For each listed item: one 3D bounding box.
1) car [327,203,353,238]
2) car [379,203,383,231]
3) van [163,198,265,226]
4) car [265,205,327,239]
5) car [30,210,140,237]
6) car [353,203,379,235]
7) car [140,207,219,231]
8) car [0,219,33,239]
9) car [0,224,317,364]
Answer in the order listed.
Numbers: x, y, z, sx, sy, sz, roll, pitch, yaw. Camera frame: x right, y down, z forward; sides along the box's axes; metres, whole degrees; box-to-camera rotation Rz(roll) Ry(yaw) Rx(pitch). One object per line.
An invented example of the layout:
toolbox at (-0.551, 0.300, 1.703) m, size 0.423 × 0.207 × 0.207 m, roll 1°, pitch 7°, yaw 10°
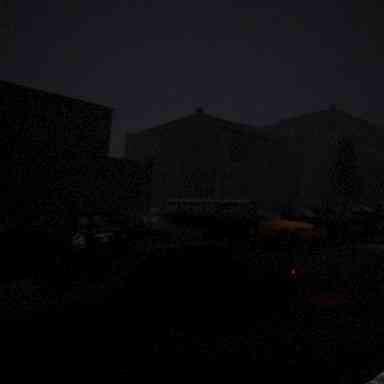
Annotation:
car at (5.301, 1.483, 17.299) m, size 5.008 × 1.535 × 2.097 m, roll -1°, pitch -1°, yaw 34°
car at (10.041, 1.488, 20.766) m, size 5.008 × 1.535 × 2.097 m, roll -1°, pitch -1°, yaw 34°
van at (0.472, 1.254, 13.884) m, size 4.442 × 1.987 × 1.878 m, roll -1°, pitch -1°, yaw 34°
car at (3.094, 1.475, 15.453) m, size 5.366 × 1.575 × 1.946 m, roll -1°, pitch -1°, yaw 34°
car at (-4.150, 1.347, 10.303) m, size 4.553 × 1.767 × 2.185 m, roll -1°, pitch -1°, yaw 34°
car at (7.699, 1.514, 19.010) m, size 4.792 × 1.488 × 2.163 m, roll -1°, pitch -1°, yaw 34°
car at (-1.802, 1.475, 12.079) m, size 5.008 × 1.535 × 2.097 m, roll -1°, pitch -1°, yaw 34°
car at (-6.572, 1.500, 8.584) m, size 4.792 × 1.488 × 2.163 m, roll -1°, pitch -1°, yaw 34°
car at (-0.527, 1.549, 5.896) m, size 5.357 × 1.411 × 2.033 m, roll 0°, pitch 0°, yaw -28°
